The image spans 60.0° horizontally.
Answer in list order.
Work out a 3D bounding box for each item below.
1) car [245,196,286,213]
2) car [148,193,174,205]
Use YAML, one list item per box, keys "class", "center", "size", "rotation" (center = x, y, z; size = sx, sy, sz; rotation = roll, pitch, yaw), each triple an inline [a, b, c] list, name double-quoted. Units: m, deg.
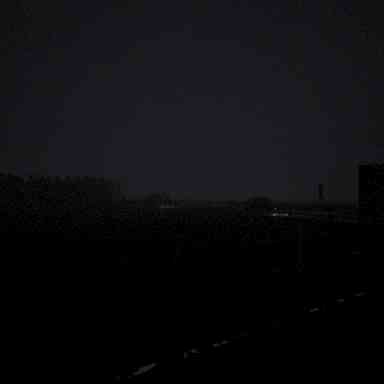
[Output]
- class: "car"
  center: [7.822, 1.294, 35.587]
  size: [2.097, 1.767, 4.553]
  rotation: [-1, 1, -35]
- class: "car"
  center: [-5.090, 1.109, 53.767]
  size: [2.150, 2.045, 5.566]
  rotation: [-1, 0, -35]
